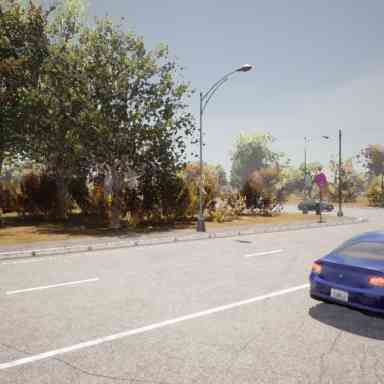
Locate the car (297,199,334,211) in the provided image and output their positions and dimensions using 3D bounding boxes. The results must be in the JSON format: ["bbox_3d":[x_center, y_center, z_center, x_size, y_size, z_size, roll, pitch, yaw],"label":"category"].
[{"bbox_3d":[14.628,1.564,39.470,1.994,1.385,4.181,0,0,-32],"label":"car"}]

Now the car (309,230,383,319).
[{"bbox_3d":[4.299,1.526,6.821,4.674,1.442,1.812,0,0,-36],"label":"car"}]
